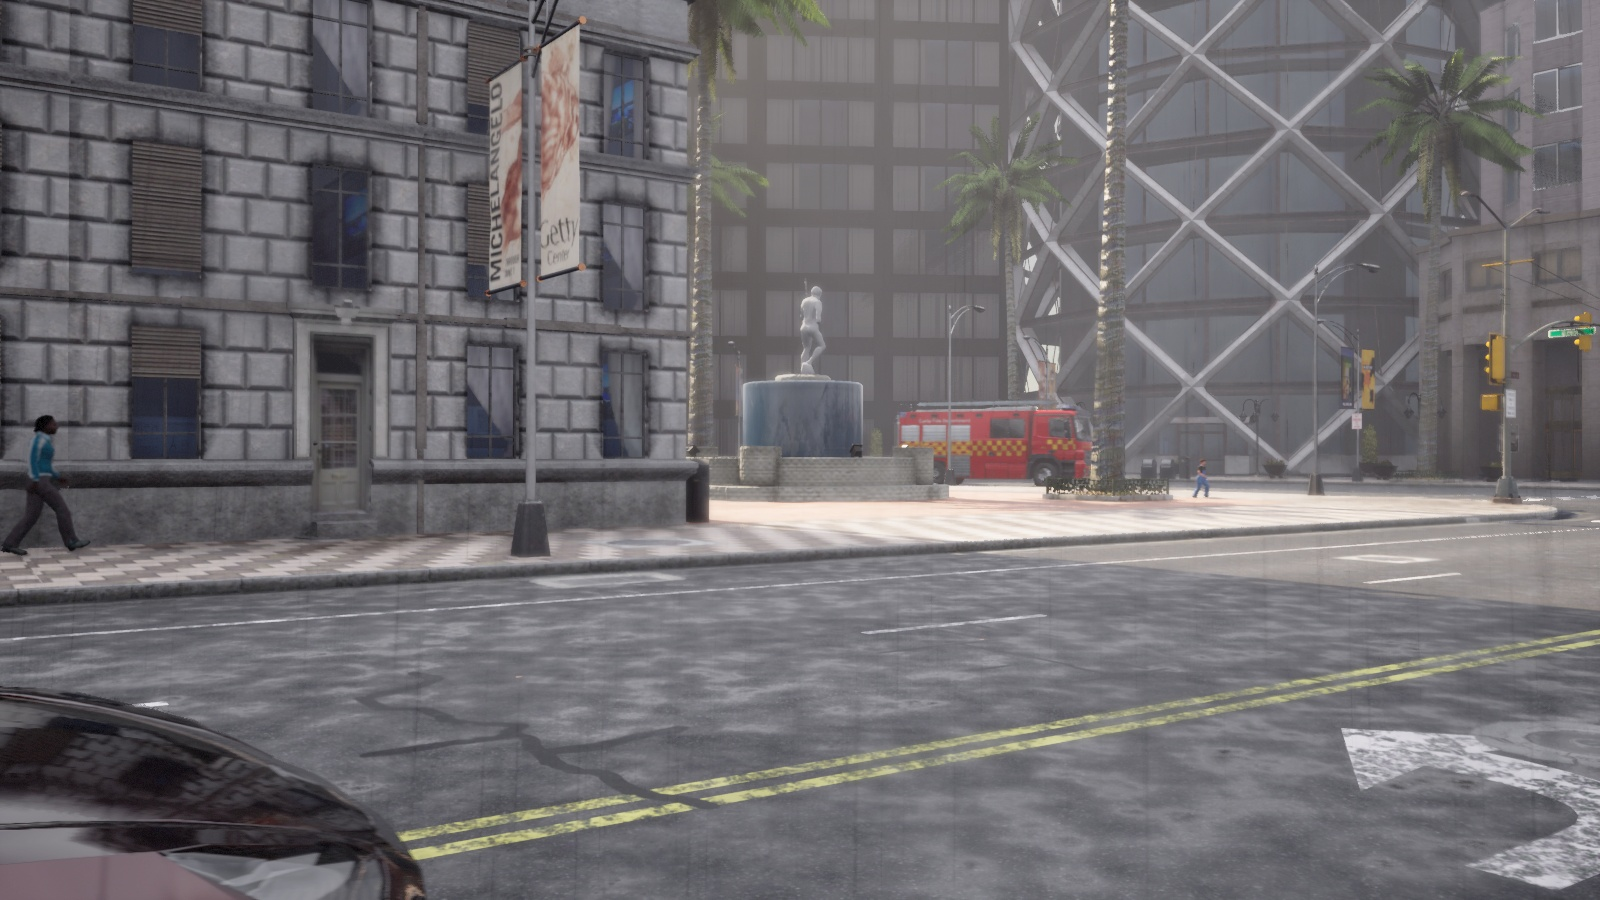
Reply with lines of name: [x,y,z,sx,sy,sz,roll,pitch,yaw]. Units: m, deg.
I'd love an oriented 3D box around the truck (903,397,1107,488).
truck: [9.040,-0.303,55.767,8.468,3.827,2.891,0,0,26]

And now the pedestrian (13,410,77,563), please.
pedestrian: [-9.691,0.462,16.131,0.692,1.930,0.396,0,0,-30]

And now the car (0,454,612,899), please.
car: [-2.901,0.755,1.641,4.792,1.488,2.163,0,0,-35]

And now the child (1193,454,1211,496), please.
child: [12.137,0.748,37.897,0.270,1.263,0.437,0,0,-35]
